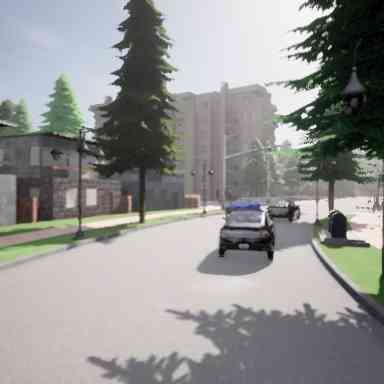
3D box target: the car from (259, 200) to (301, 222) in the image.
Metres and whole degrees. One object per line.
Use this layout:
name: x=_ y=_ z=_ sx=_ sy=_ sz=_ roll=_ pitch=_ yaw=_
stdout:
car: x=7.078 y=1.392 z=25.501 sx=2.128 sy=1.511 sz=4.902 roll=0 pitch=0 yaw=27

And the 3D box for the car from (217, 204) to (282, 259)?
car: x=2.164 y=1.436 z=12.490 sx=2.128 sy=1.511 sz=4.902 roll=0 pitch=0 yaw=14

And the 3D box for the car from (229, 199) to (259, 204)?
car: x=4.422 y=1.348 z=28.525 sx=1.882 sy=1.535 sz=5.008 roll=0 pitch=0 yaw=29
